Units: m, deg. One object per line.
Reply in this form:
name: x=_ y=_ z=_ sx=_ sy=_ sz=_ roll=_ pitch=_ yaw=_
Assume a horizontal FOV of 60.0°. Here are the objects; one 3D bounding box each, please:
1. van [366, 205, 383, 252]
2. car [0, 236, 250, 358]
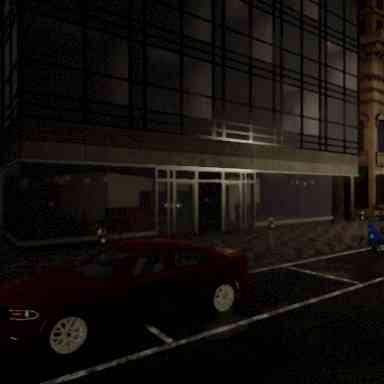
van: x=8.176 y=1.339 z=12.484 sx=3.998 sy=1.788 sz=1.690 roll=0 pitch=0 yaw=-35
car: x=-0.946 y=1.544 z=5.977 sx=4.507 sy=1.381 sz=1.887 roll=0 pitch=0 yaw=-35
